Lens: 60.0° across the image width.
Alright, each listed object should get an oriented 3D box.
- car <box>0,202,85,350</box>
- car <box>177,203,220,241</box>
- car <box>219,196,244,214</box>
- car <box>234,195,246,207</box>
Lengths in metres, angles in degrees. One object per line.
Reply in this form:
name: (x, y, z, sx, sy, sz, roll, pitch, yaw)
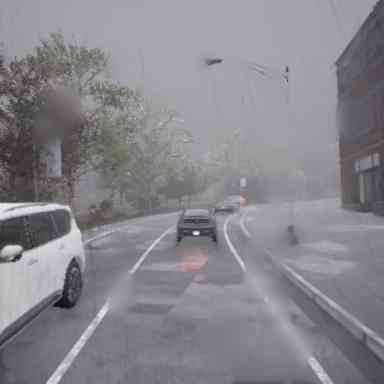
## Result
car: (-3.353, 1.227, 4.969, 2.150, 2.045, 5.566, 0, 0, 0)
car: (0.309, 1.486, 16.610, 1.837, 1.490, 4.892, -1, 0, 3)
car: (3.649, 1.445, 33.987, 1.994, 1.385, 4.181, -2, 0, 19)
car: (5.923, 1.278, 47.169, 2.097, 1.767, 4.553, -3, -1, 31)
